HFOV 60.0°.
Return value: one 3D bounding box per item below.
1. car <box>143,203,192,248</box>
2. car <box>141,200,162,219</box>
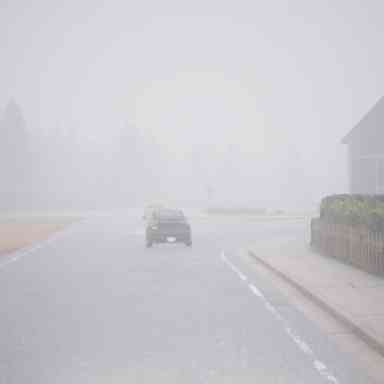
[{"bbox_3d":[-1.145,1.501,14.852,1.837,1.490,4.892,0,1,-9],"label":"car"},{"bbox_3d":[-3.429,1.484,29.884,1.882,1.535,5.008,0,0,-9],"label":"car"}]
